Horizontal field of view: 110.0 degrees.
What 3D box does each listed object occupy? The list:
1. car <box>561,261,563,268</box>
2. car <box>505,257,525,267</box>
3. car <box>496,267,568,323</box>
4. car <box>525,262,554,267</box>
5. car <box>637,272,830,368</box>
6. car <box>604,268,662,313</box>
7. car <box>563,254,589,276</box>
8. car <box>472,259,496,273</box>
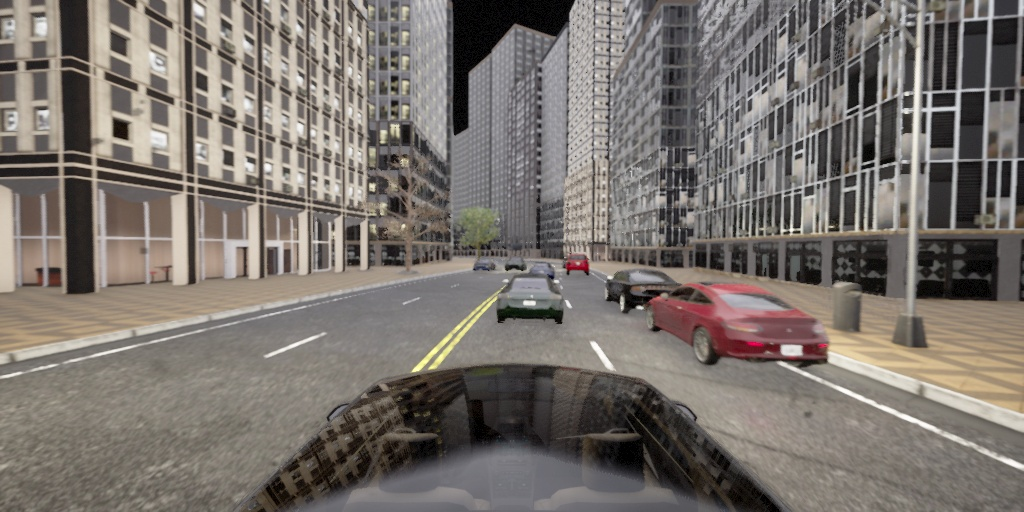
[{"bbox_3d":[7.828,1.015,49.073,1.837,1.490,4.892,0,1,4],"label":"car"},{"bbox_3d":[0.436,0.856,40.690,2.097,1.767,4.553,1,0,7],"label":"car"},{"bbox_3d":[0.618,1.257,11.877,1.994,1.385,4.181,0,0,4],"label":"car"},{"bbox_3d":[2.458,1.161,29.259,1.994,1.385,4.181,1,0,8],"label":"car"},{"bbox_3d":[4.424,1.272,7.817,1.812,1.442,4.674,0,0,3],"label":"car"},{"bbox_3d":[4.806,1.193,13.656,1.882,1.535,5.008,0,0,4],"label":"car"},{"bbox_3d":[6.472,0.810,35.709,2.150,2.045,5.566,1,0,8],"label":"car"},{"bbox_3d":[-2.938,1.028,39.611,2.033,1.411,5.357,1,0,7],"label":"car"}]
